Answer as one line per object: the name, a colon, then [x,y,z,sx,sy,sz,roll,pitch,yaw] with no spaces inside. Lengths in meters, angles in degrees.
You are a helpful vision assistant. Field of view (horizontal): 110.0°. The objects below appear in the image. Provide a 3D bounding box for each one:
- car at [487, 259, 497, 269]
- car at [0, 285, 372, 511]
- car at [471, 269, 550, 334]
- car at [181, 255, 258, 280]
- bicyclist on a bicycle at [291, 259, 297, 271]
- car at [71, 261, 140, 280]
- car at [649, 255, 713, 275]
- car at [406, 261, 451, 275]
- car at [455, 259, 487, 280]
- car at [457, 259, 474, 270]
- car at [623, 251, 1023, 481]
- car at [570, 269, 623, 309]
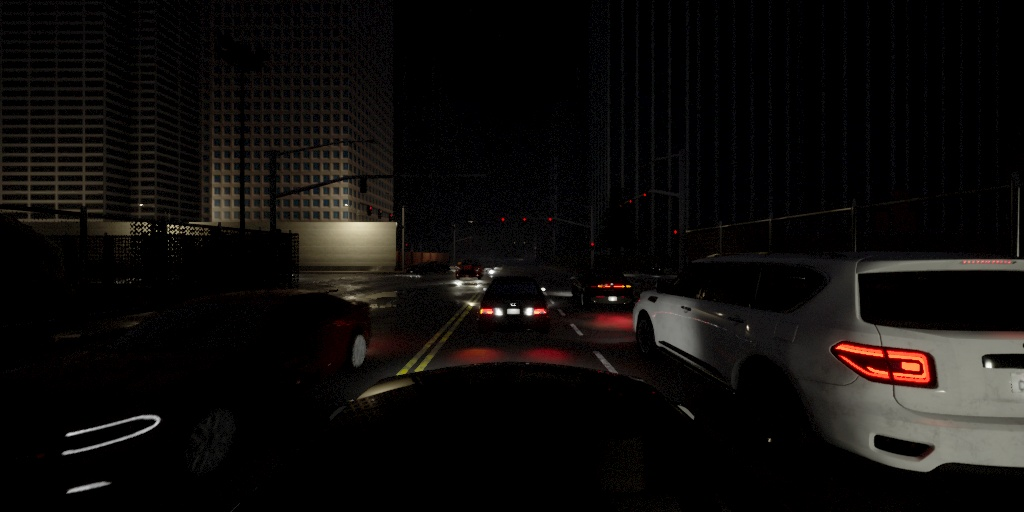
car: [-3.601,1.351,52.971,1.895,1.301,4.718,0,0,0]
car: [-3.600,1.227,4.813,1.882,1.535,5.008,0,0,0]
car: [0.055,1.297,10.600,2.033,1.411,5.357,0,0,1]
car: [-24.085,0.916,29.768,5.566,2.045,2.150,0,0,0]
bicyclist on a bicycle: [-25.578,0.995,41.753,0.582,1.620,1.656,0,0,0]
car: [-33.892,1.197,29.791,4.892,1.490,1.837,1,0,0]
car: [17.307,0.917,36.883,5.566,2.045,2.150,0,0,0]
car: [-9.013,1.273,39.367,2.033,1.411,5.357,0,0,32]
car: [-3.602,1.072,31.093,2.097,1.767,4.553,0,0,0]
car: [-7.098,1.227,55.006,1.882,1.535,5.008,0,0,0]
car: [3.601,0.971,5.166,2.150,2.045,5.566,0,0,0]
car: [3.636,1.255,15.026,1.837,1.490,4.892,0,0,2]
